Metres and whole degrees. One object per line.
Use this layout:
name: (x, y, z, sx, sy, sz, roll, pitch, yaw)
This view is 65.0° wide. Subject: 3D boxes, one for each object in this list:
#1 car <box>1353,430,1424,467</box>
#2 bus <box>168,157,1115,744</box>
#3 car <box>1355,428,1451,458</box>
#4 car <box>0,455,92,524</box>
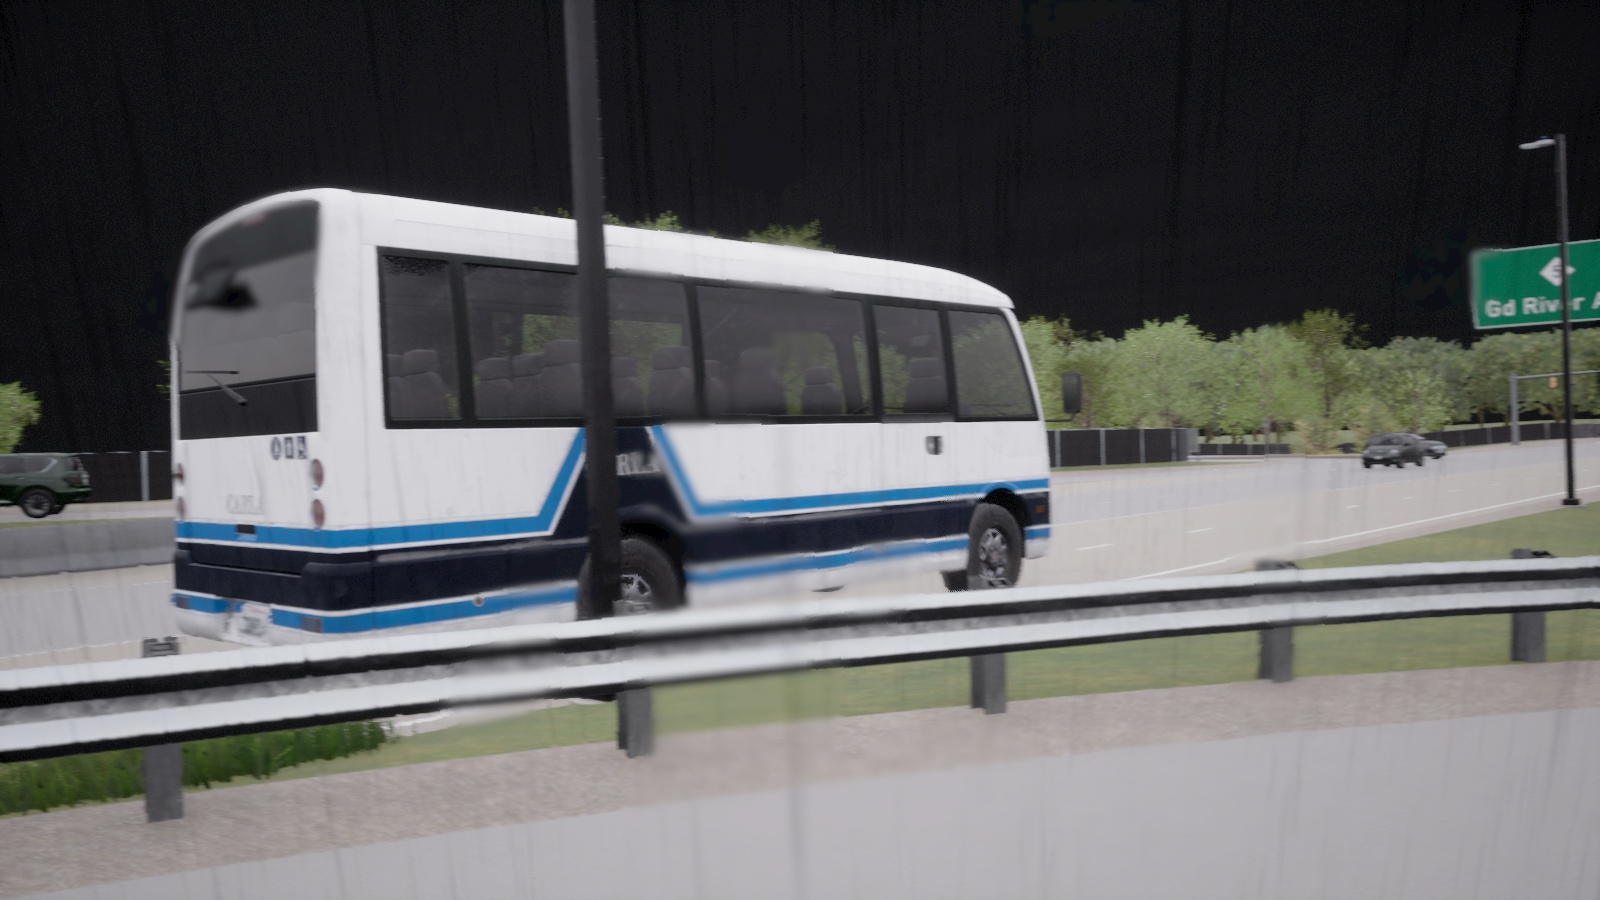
car: (28.103, -0.094, 59.898, 1.851, 1.617, 3.988, -2, 0, 43)
bus: (-0.892, -0.091, 14.164, 3.944, 4.253, 10.273, -2, 0, 44)
car: (34.947, -0.393, 72.953, 2.033, 1.649, 4.856, -1, 0, -24)
car: (-25.553, 1.249, 39.306, 5.566, 2.045, 2.150, -1, 1, -19)
